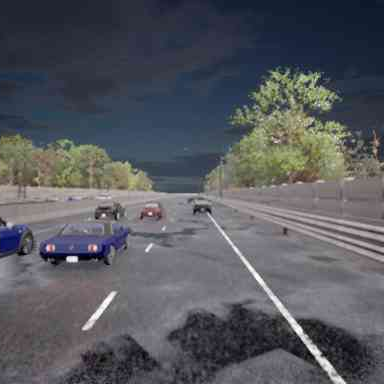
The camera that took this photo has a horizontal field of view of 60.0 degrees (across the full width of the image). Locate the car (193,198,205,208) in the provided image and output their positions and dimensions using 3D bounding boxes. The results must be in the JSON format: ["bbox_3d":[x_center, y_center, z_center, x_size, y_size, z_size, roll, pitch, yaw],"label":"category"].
[{"bbox_3d":[1.023,1.665,50.872,1.812,1.442,4.674,0,0,0],"label":"car"}]

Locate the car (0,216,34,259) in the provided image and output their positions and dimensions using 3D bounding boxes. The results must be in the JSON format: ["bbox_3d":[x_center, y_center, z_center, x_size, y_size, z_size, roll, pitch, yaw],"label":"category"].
[{"bbox_3d":[-6.905,1.379,10.486,2.097,1.767,4.553,0,0,0],"label":"car"}]

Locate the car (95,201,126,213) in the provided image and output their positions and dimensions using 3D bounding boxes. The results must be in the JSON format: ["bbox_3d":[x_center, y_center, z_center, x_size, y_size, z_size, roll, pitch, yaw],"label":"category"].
[{"bbox_3d":[-6.916,1.581,28.469,1.837,1.490,4.892,0,0,0],"label":"car"}]

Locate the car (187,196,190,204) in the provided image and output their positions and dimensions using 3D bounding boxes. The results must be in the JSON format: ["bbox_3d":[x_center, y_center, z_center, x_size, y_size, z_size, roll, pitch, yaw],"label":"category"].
[{"bbox_3d":[-0.037,1.629,69.746,1.837,1.490,4.892,0,0,0],"label":"car"}]

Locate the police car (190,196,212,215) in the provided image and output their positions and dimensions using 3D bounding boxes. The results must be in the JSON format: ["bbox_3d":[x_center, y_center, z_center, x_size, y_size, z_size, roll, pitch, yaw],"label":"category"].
[{"bbox_3d":[1.032,1.520,34.981,1.930,1.638,5.238,0,0,0],"label":"police car"}]

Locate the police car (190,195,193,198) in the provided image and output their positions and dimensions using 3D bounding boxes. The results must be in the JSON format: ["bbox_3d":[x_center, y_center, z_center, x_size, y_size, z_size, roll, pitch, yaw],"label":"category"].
[{"bbox_3d":[1.026,1.548,44.982,1.930,1.638,5.238,0,0,0],"label":"police car"}]

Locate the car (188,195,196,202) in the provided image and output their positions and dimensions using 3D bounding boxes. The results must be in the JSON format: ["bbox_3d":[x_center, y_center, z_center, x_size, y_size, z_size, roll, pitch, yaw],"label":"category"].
[{"bbox_3d":[-0.045,1.643,85.493,1.837,1.490,4.892,0,0,0],"label":"car"}]

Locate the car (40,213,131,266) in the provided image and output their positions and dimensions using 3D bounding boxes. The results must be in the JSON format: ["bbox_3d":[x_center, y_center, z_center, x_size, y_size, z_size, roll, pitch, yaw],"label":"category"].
[{"bbox_3d":[-3.406,1.631,11.697,1.895,1.301,4.718,0,0,0],"label":"car"}]

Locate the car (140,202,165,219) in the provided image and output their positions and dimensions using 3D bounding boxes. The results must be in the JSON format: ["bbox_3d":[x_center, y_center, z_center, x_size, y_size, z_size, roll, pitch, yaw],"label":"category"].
[{"bbox_3d":[-3.429,1.605,29.488,1.812,1.442,4.674,0,0,0],"label":"car"}]

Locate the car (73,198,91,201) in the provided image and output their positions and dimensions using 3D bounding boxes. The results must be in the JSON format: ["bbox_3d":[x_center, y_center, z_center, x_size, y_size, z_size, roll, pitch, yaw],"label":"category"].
[{"bbox_3d":[-21.034,1.771,65.344,1.895,1.301,4.718,0,0,0],"label":"car"}]

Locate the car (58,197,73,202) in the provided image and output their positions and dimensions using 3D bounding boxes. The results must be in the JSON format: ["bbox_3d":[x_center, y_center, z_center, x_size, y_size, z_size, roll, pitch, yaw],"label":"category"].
[{"bbox_3d":[-24.534,1.698,64.915,1.812,1.442,4.674,0,0,0],"label":"car"}]

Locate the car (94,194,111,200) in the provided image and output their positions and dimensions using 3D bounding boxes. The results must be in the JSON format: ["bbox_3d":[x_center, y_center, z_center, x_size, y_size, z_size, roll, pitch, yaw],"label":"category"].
[{"bbox_3d":[-17.536,1.398,65.422,2.150,2.045,5.566,0,0,0],"label":"car"}]
